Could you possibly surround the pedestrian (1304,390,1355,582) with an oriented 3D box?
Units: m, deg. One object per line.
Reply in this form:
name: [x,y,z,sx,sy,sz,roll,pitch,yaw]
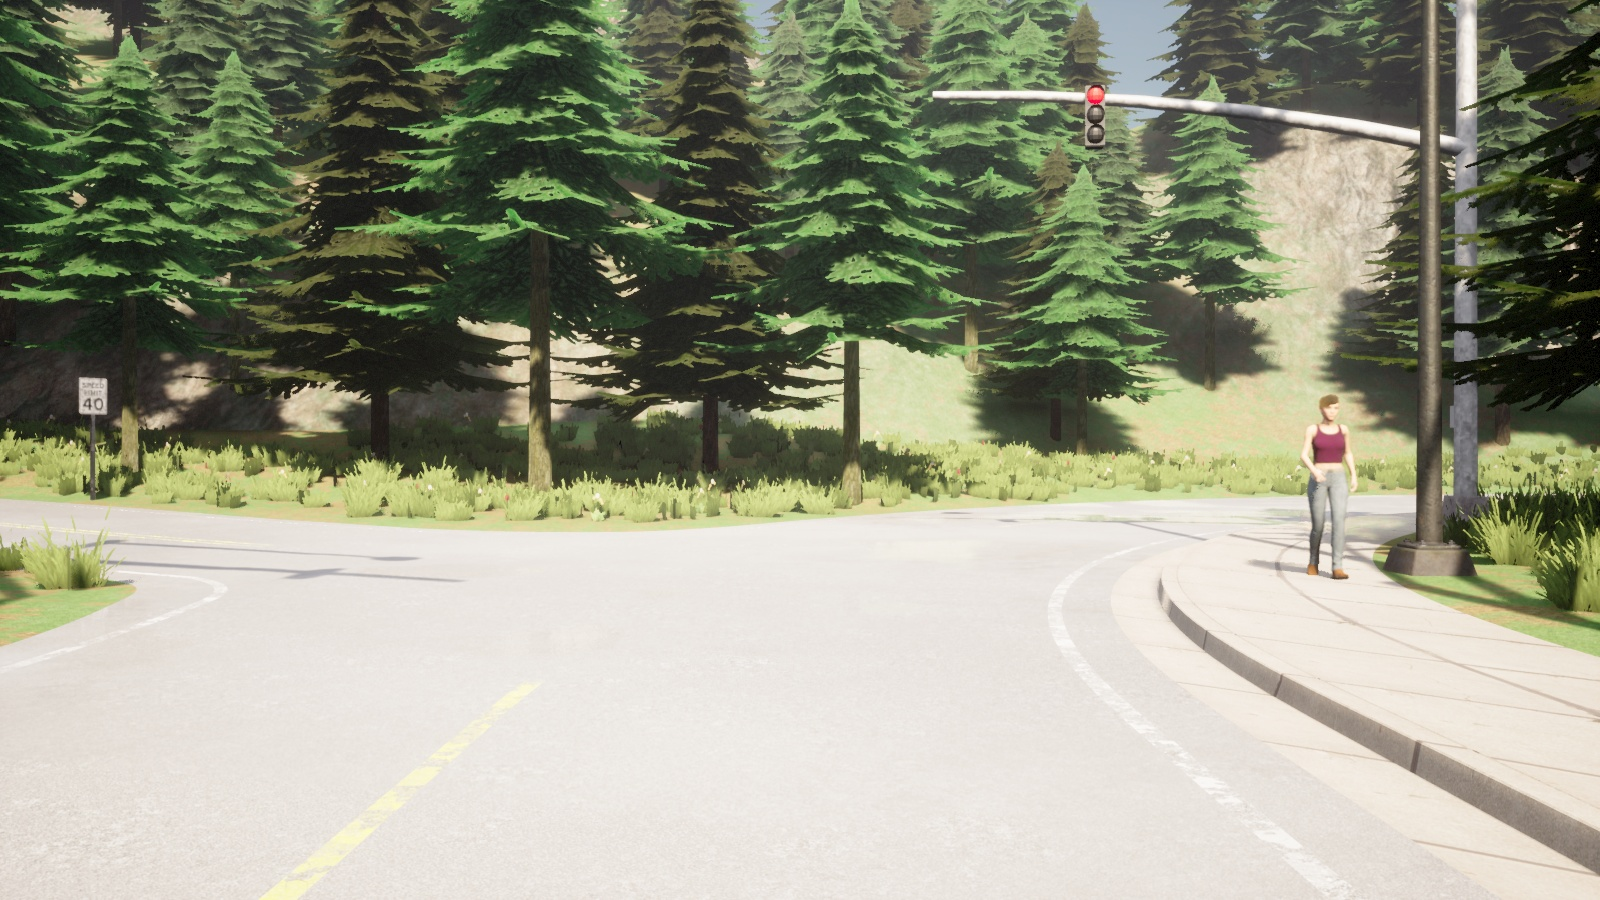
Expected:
pedestrian: [5.213,0.343,12.373,0.345,1.836,0.594,0,0,11]
